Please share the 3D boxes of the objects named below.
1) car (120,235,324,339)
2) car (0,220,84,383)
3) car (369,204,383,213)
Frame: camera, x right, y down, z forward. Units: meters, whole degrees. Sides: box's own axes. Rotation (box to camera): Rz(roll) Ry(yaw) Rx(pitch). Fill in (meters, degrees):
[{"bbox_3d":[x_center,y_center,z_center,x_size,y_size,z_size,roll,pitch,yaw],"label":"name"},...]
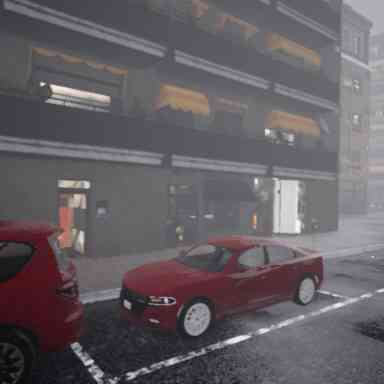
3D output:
[{"bbox_3d":[0.799,1.588,6.655,4.507,1.381,1.887,1,1,-36],"label":"car"},{"bbox_3d":[-3.695,1.305,3.434,5.009,1.841,2.192,1,1,-36],"label":"car"},{"bbox_3d":[24.147,2.179,46.900,1.752,1.417,4.829,2,-1,-35],"label":"car"}]
